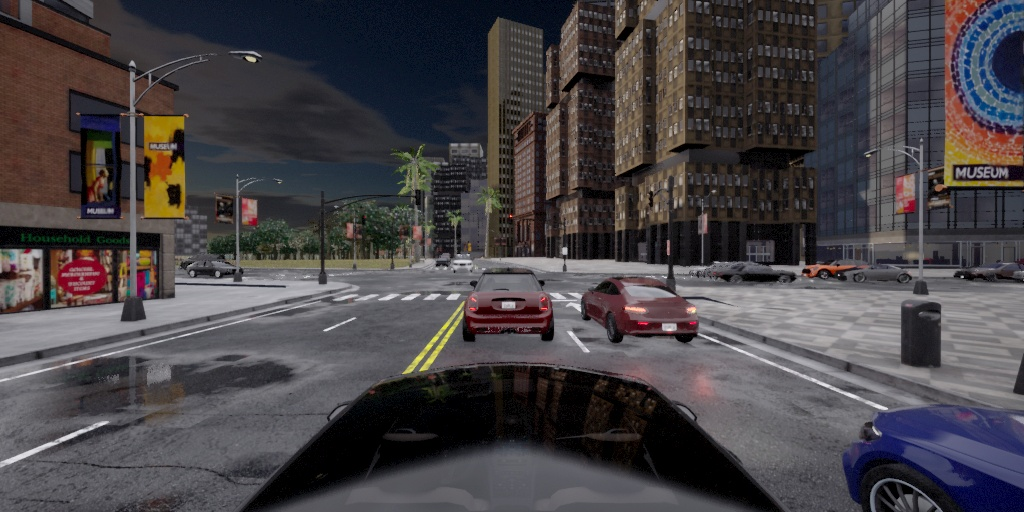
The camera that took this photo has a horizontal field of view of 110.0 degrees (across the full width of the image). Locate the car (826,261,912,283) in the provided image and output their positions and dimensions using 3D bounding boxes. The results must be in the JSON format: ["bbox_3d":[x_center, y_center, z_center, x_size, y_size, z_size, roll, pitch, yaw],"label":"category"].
[{"bbox_3d":[26.554,1.258,26.553,4.181,1.385,1.994,0,0,13],"label":"car"}]

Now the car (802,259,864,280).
[{"bbox_3d":[26.971,1.032,29.789,4.553,1.767,2.097,0,0,13],"label":"car"}]

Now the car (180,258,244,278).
[{"bbox_3d":[-26.586,1.154,32.121,4.892,1.490,1.837,0,0,13],"label":"car"}]

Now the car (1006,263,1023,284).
[{"bbox_3d":[37.347,1.304,23.996,4.718,1.301,1.895,0,0,14],"label":"car"}]

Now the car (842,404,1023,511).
[{"bbox_3d":[3.319,1.276,0.624,1.812,1.442,4.674,0,0,0],"label":"car"}]

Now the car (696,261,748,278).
[{"bbox_3d":[17.873,1.180,28.601,4.902,1.511,2.128,0,0,13],"label":"car"}]

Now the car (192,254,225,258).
[{"bbox_3d":[-38.870,0.797,45.245,5.566,2.045,2.150,0,0,13],"label":"car"}]

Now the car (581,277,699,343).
[{"bbox_3d":[3.137,1.274,9.578,1.812,1.442,4.674,0,0,-1],"label":"car"}]

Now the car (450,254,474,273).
[{"bbox_3d":[-5.558,0.829,40.847,2.150,2.045,5.566,0,1,-6],"label":"car"}]

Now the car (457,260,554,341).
[{"bbox_3d":[-0.122,1.101,10.014,2.097,1.767,4.553,0,0,-1],"label":"car"}]

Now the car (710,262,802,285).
[{"bbox_3d":[16.991,1.304,25.226,4.718,1.301,1.895,0,0,13],"label":"car"}]

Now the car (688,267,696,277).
[{"bbox_3d":[18.243,1.201,31.854,4.674,1.442,1.812,0,0,13],"label":"car"}]

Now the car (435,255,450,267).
[{"bbox_3d":[-10.547,0.959,54.919,2.033,1.411,5.357,0,1,-5],"label":"car"}]

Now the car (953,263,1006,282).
[{"bbox_3d":[37.627,1.237,27.271,5.357,1.411,2.033,0,0,13],"label":"car"}]
